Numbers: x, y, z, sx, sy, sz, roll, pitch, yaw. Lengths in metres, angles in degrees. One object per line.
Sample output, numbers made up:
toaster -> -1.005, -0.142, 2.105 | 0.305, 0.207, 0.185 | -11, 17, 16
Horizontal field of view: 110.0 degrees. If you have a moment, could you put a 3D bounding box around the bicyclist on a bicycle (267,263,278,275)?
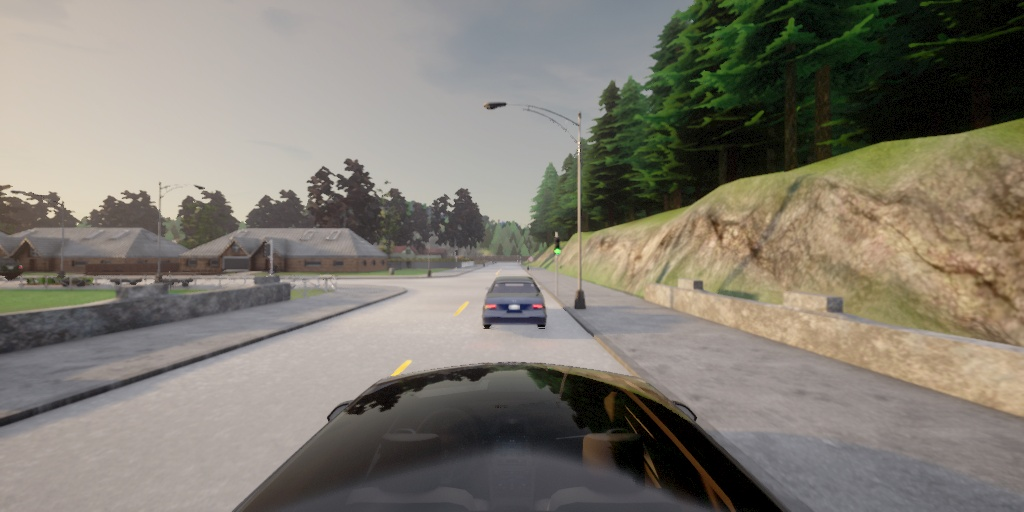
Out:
bicyclist on a bicycle -> -24.171, 1.334, 36.265 | 0.582, 1.620, 1.656 | 0, 0, 0

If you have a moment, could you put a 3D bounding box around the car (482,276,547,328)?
car -> 0.073, 1.365, 11.645 | 2.033, 1.411, 5.357 | 0, 0, 0

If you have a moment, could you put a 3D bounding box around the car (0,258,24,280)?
car -> -47.383, 1.178, 32.010 | 5.566, 2.045, 2.150 | 0, 0, 1
